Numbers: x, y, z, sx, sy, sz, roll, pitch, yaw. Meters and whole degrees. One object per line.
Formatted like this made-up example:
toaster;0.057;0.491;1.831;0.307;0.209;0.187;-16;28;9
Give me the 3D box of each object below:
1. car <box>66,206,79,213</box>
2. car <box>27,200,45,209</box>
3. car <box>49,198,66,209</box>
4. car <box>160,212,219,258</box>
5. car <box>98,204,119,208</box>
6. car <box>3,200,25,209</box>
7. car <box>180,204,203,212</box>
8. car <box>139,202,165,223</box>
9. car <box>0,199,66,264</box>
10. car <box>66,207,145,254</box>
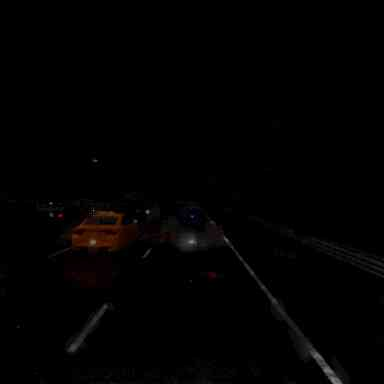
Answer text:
car;-10.500;1.851;27.478;2.033;1.411;5.357;0;-1;0
car;-27.564;2.175;58.944;1.812;1.442;4.674;0;-1;-11
car;-24.207;2.013;59.964;2.097;1.767;4.553;0;-1;-11
car;0.021;1.714;13.393;1.994;1.385;4.181;0;-1;1
car;-7.007;1.808;28.462;2.128;1.511;4.902;0;0;0
car;-30.914;2.115;57.903;1.882;1.535;5.008;0;-1;-11
car;-0.013;1.801;29.197;1.882;1.535;5.008;0;0;0
car;-3.508;1.665;28.386;2.097;1.767;4.553;0;-1;0
car;-6.992;1.364;12.535;2.150;2.045;5.566;0;0;0
car;-3.470;1.635;14.213;1.882;1.535;5.008;0;0;1
